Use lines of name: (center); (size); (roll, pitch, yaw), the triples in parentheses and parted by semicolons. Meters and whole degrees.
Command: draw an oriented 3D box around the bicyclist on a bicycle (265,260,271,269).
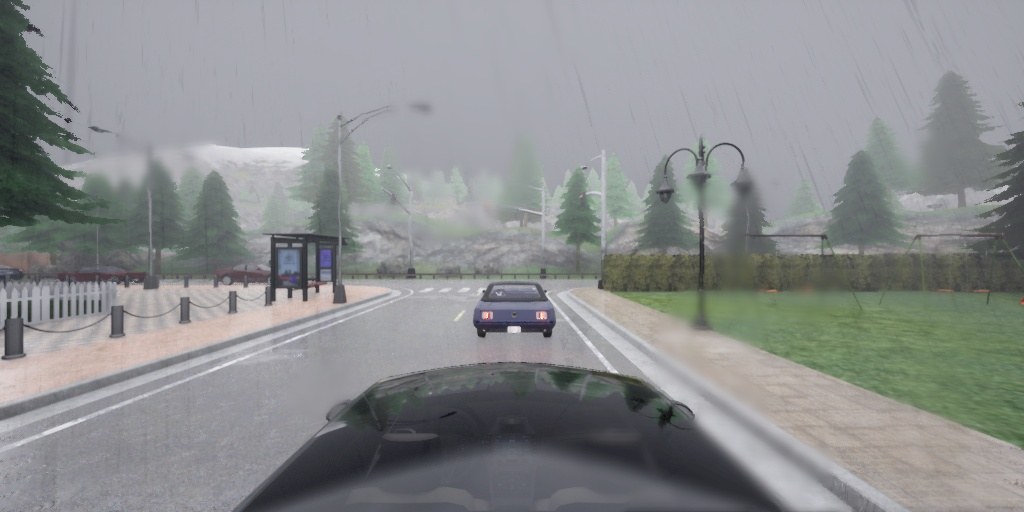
bicyclist on a bicycle: (-21.632, 1.211, 32.191); (0.582, 1.620, 1.656); (0, 0, 0)

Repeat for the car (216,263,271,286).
car: (-17.770, 1.237, 25.064); (5.008, 1.535, 1.882); (0, 0, 0)

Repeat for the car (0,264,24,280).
car: (-42.379, 1.323, 28.863); (4.181, 1.385, 1.994); (0, 0, 0)

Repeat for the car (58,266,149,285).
car: (-28.442, 1.361, 25.159); (4.718, 1.301, 1.895); (0, 0, 1)

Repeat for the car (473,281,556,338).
car: (0.073, 1.349, 10.194); (1.895, 1.301, 4.718); (0, 0, 0)
